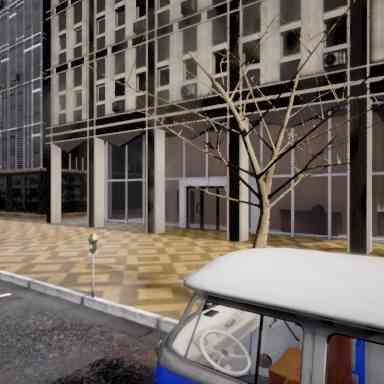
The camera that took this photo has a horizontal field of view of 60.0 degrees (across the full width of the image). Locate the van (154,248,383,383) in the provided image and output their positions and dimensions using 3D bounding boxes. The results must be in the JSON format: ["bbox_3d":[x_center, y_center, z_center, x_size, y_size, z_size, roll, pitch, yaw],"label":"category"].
[{"bbox_3d":[1.559,1.341,1.758,3.998,1.788,1.690,0,0,36],"label":"van"}]
